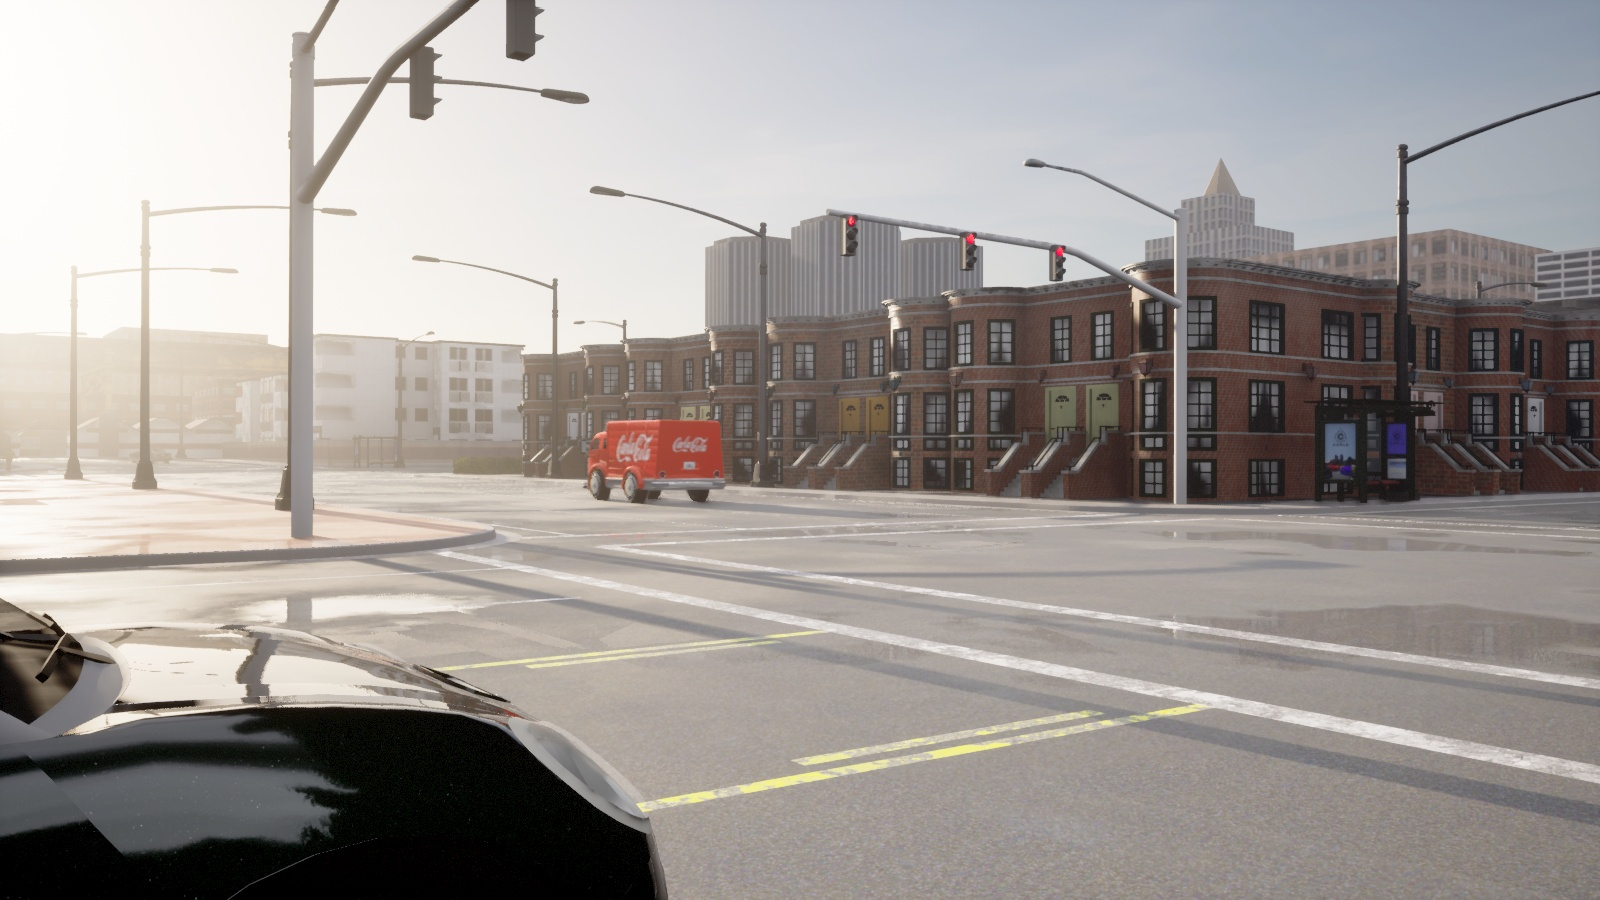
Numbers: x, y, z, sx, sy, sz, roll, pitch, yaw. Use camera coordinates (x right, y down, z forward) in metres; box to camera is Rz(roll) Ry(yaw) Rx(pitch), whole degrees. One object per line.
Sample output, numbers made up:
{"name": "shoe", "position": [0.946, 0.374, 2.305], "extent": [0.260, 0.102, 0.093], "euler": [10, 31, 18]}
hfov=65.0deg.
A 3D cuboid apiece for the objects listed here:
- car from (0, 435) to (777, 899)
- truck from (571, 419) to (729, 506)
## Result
{"name": "car", "position": [-2.171, 0.720, 2.205], "extent": [3.806, 1.475, 1.970], "euler": [0, 0, -35]}
{"name": "truck", "position": [-4.693, 0.362, 38.565], "extent": [2.627, 2.467, 5.204], "euler": [0, 0, -35]}
